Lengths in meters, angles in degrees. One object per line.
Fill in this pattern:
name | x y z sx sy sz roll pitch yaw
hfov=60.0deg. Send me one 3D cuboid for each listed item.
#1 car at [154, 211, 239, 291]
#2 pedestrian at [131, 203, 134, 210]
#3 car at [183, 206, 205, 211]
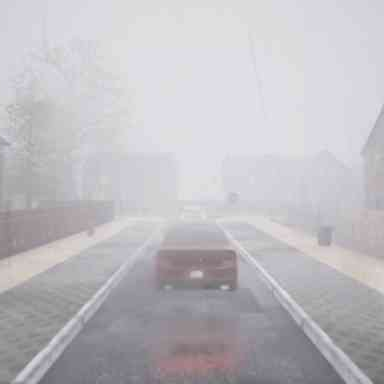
car | 0.088 1.526 9.184 1.882 1.535 5.008 0 0 0
pedestrian | -6.766 1.551 37.847 0.375 1.860 0.375 0 -1 1
car | 0.116 1.636 21.372 1.812 1.442 4.674 0 0 2
